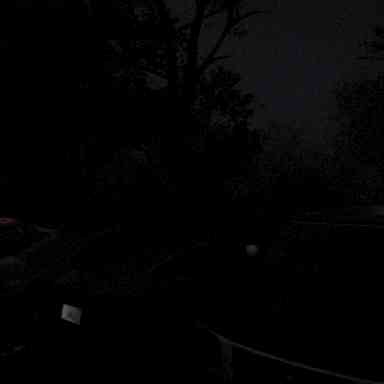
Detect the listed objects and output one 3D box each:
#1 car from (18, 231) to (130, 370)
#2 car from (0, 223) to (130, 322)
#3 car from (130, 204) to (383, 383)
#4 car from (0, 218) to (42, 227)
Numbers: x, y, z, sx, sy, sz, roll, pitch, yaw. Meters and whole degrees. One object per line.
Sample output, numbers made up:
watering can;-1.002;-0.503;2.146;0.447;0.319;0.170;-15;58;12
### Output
car;-0.100;1.524;5.929;2.163;1.488;4.792;0;0;36
car;-2.398;1.537;7.504;2.163;1.488;4.792;0;0;36
car;2.129;1.232;4.263;2.435;2.045;5.566;0;0;36
car;-4.647;1.520;9.146;2.097;1.535;5.008;0;0;36
